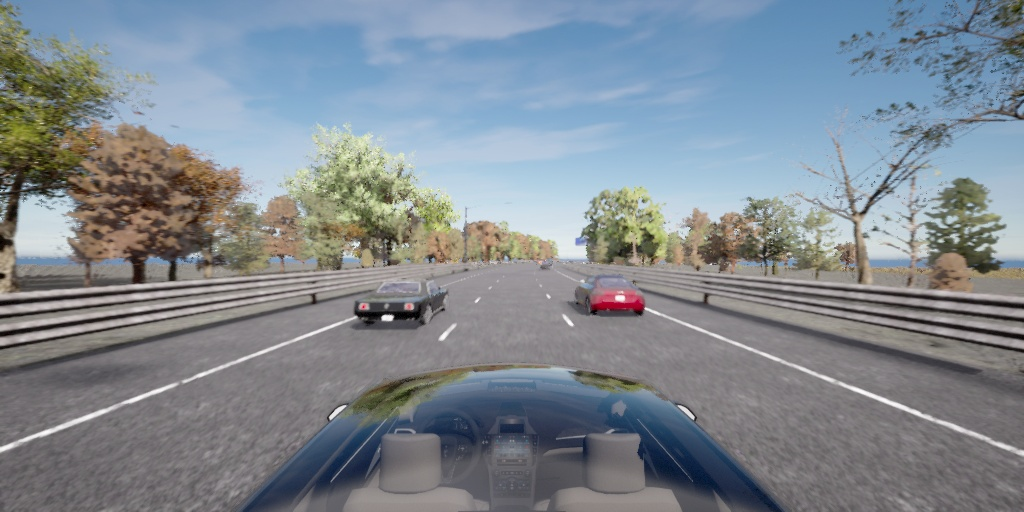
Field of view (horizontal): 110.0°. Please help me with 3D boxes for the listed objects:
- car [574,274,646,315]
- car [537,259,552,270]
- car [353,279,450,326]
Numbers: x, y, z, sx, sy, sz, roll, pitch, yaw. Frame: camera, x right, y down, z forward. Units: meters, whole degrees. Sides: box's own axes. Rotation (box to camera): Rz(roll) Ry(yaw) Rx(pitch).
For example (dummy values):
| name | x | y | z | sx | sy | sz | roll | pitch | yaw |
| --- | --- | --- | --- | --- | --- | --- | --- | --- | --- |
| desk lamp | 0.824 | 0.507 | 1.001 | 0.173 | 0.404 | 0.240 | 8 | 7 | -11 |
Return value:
| name | x | y | z | sx | sy | sz | roll | pitch | yaw |
| --- | --- | --- | --- | --- | --- | --- | --- | --- | --- |
| car | 3.696 | 1.407 | 14.178 | 1.994 | 1.385 | 4.181 | 0 | 0 | 1 |
| car | 5.972 | 1.741 | 64.914 | 2.128 | 1.511 | 4.902 | 0 | 0 | 5 |
| car | -3.341 | 1.408 | 11.911 | 1.895 | 1.301 | 4.718 | 0 | 0 | 1 |
